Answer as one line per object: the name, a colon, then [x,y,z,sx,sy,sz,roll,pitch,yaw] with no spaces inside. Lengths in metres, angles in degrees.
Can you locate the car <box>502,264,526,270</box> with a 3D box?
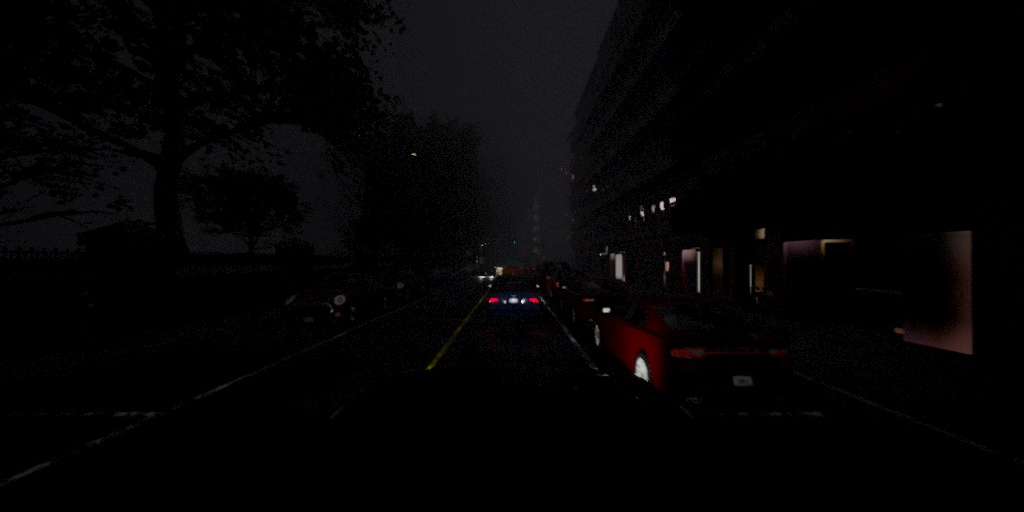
car: [0.083,1.547,34.757,1.882,1.535,5.008,0,-1,0]

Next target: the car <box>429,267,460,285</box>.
car: [-5.694,1.563,28.919,2.007,1.370,4.403,0,0,0]

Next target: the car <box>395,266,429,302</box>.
car: [-5.692,1.343,17.658,1.967,1.591,4.097,0,0,0]

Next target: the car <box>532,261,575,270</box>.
car: [2.687,1.272,23.291,2.192,1.841,5.009,0,0,0]

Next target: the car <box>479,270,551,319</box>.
car: [0.064,1.408,13.267,2.033,1.411,5.357,0,-1,0]

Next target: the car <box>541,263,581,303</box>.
car: [2.689,1.343,17.661,1.967,1.591,4.097,0,0,0]

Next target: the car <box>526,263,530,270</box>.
car: [2.684,1.620,45.811,1.967,1.591,4.097,0,0,0]

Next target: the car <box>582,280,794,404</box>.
car: [2.691,1.340,6.402,1.888,1.381,4.507,0,0,0]

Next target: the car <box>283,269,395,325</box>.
car: [-5.691,1.288,12.030,1.967,1.591,4.097,0,0,0]

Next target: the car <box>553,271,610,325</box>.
car: [2.689,1.393,12.032,1.888,1.381,4.507,0,0,0]

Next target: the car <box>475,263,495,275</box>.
car: [-3.104,1.722,45.221,2.033,1.411,5.357,0,-1,0]

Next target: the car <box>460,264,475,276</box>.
car: [-5.697,1.706,45.639,1.751,1.417,4.829,0,0,0]

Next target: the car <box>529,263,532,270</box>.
car: [2.687,1.452,28.922,1.967,1.591,4.097,0,0,0]
